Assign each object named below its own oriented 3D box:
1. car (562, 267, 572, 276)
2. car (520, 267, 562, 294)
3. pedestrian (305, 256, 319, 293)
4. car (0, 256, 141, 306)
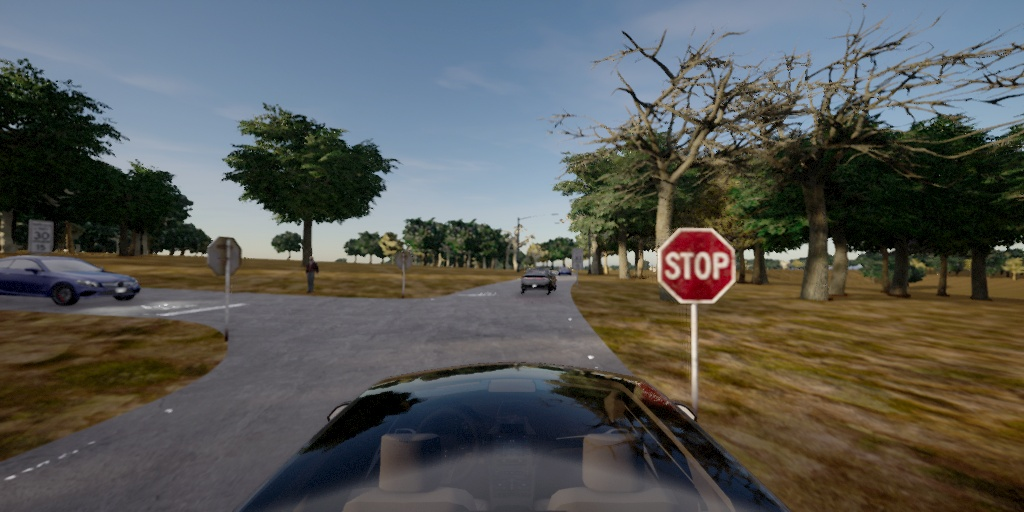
[{"bbox_3d":[8.233,2.354,55.895,1.994,1.385,4.181,0,-2,10],"label":"car"},{"bbox_3d":[1.753,1.537,22.767,2.128,1.511,4.902,0,-1,11],"label":"car"},{"bbox_3d":[-10.000,0.901,17.842,0.375,1.860,0.375,0,-4,2],"label":"pedestrian"},{"bbox_3d":[-14.971,0.738,11.688,4.674,1.442,1.812,3,-2,2],"label":"car"}]
